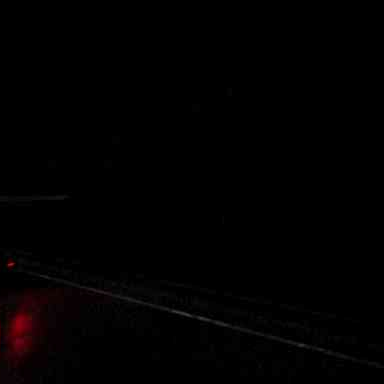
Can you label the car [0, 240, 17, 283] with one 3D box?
[{"bbox_3d":[-6.206,1.522,8.394,4.674,1.442,1.812,0,0,36],"label":"car"}]
